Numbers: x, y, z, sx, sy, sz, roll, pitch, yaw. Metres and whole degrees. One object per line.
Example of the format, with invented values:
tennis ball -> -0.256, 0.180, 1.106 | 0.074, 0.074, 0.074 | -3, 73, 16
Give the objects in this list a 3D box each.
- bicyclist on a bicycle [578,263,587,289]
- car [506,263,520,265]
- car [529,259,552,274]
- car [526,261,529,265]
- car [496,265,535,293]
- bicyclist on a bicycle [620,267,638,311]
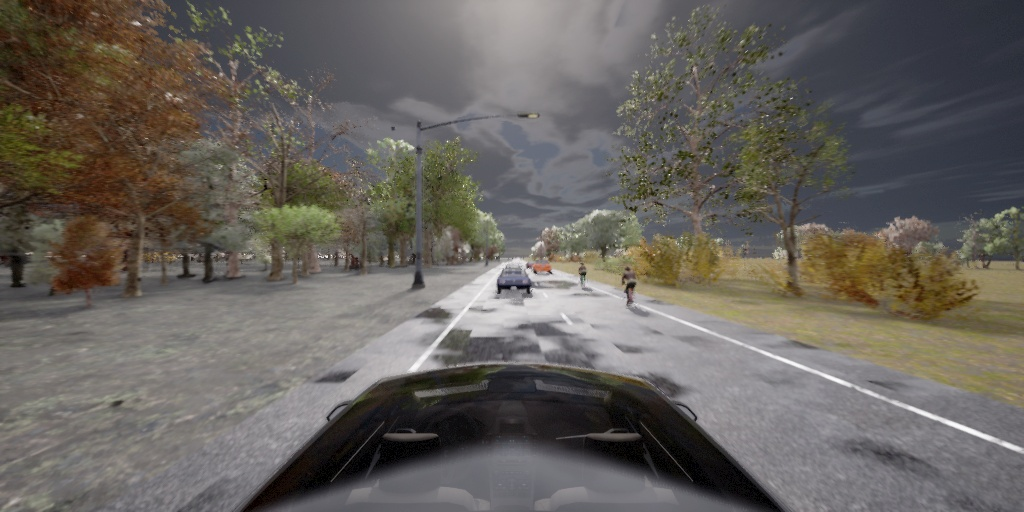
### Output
bicyclist on a bicycle -> 4.464, 1.257, 22.635 | 0.582, 1.620, 1.656 | 0, 0, 0
car -> 0.095, 1.447, 39.245 | 1.895, 1.301, 4.718 | 0, 0, 0
car -> 3.595, 1.209, 43.738 | 2.097, 1.767, 4.553 | 0, 0, 0
car -> 3.532, 1.477, 64.700 | 1.994, 1.385, 4.181 | 0, 0, 1
car -> 0.098, 1.400, 21.013 | 1.895, 1.301, 4.718 | 0, 0, 0
bicyclist on a bicycle -> 4.466, 1.235, 13.689 | 0.582, 1.620, 1.656 | 0, 0, 0
